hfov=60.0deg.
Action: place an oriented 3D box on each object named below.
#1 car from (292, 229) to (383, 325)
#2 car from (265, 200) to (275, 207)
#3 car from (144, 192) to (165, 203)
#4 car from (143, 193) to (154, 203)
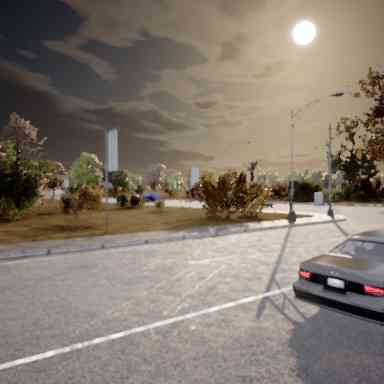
[{"bbox_3d":[4.362,1.503,6.892,5.357,1.411,2.033,-1,0,-36],"label":"car"},{"bbox_3d":[8.374,1.201,42.608,2.128,1.511,4.902,-1,0,-39],"label":"car"},{"bbox_3d":[-7.208,0.945,61.940,2.150,2.045,5.566,-1,0,-38],"label":"car"},{"bbox_3d":[-9.213,1.323,58.840,1.994,1.385,4.181,-1,0,-38],"label":"car"}]
